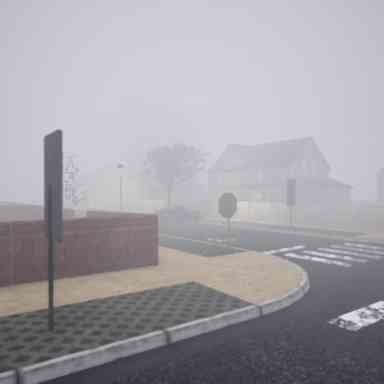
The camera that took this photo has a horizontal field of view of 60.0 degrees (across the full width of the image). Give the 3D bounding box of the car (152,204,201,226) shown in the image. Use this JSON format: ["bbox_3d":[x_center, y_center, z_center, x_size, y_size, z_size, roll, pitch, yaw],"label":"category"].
[{"bbox_3d":[-1.280,1.670,24.884,2.128,1.511,4.902,0,0,-36],"label":"car"}]
